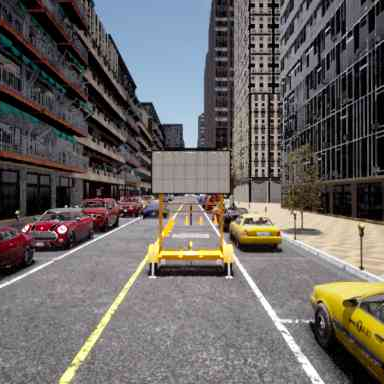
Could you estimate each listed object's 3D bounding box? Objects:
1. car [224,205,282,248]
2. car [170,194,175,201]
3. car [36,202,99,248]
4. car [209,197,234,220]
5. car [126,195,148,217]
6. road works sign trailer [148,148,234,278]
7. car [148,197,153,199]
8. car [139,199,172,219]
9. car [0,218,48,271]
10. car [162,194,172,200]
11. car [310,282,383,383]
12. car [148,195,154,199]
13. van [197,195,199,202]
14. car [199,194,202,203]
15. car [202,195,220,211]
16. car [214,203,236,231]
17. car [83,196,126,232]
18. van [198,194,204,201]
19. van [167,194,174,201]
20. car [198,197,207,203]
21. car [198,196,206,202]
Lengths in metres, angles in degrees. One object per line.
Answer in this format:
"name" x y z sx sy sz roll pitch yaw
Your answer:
"car" 2.642 1.533 14.728 1.752 1.417 4.829 0 0 0
"car" -6.013 1.772 88.148 1.947 1.339 4.313 0 0 0
"car" -5.737 1.447 14.527 1.967 1.590 4.097 0 0 0
"car" 2.600 1.460 25.884 1.967 1.590 4.097 0 0 0
"car" -5.800 1.342 31.516 2.192 1.841 5.009 0 0 0
"road works sign trailer" -0.030 0.468 10.081 2.380 3.560 2.880 0 0 0
"car" -5.822 1.562 37.011 1.752 1.417 4.829 0 0 0
"car" -3.107 1.588 28.891 1.994 1.385 4.181 0 0 0
"car" -5.717 1.585 8.864 1.802 1.307 4.206 0 0 0
"car" -5.950 1.704 71.159 1.947 1.339 4.313 0 0 0
"car" 2.684 1.526 3.403 1.752 1.417 4.829 0 0 0
"car" -5.843 1.364 42.844 2.192 1.841 5.009 0 0 0
"van" 2.431 1.480 71.191 1.690 1.788 3.998 0 0 0
"car" 2.516 1.378 48.537 2.192 1.841 5.009 0 0 0
"car" 2.559 1.352 37.212 2.192 1.841 5.009 0 0 0
"car" 2.621 1.580 20.221 1.947 1.339 4.313 0 0 0
"car" -5.757 1.329 20.191 2.192 1.841 5.009 0 0 0
"van" 2.367 1.547 88.180 1.690 1.788 3.998 0 0 0
"van" -6.034 1.575 93.813 1.690 1.788 3.998 0 0 0
"car" 2.409 1.742 76.854 1.802 1.307 4.206 0 0 0
"car" 2.388 1.764 82.516 1.802 1.307 4.206 0 0 0
